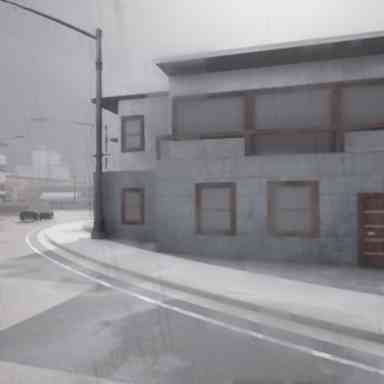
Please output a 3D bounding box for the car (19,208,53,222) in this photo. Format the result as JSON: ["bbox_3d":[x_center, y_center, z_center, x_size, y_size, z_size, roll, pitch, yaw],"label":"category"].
[{"bbox_3d":[-17.638,2.597,37.938,2.128,1.511,4.902,-1,-2,3],"label":"car"}]

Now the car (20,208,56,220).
[{"bbox_3d":[-20.504,2.915,44.557,1.812,1.442,4.674,-1,-2,12],"label":"car"}]
